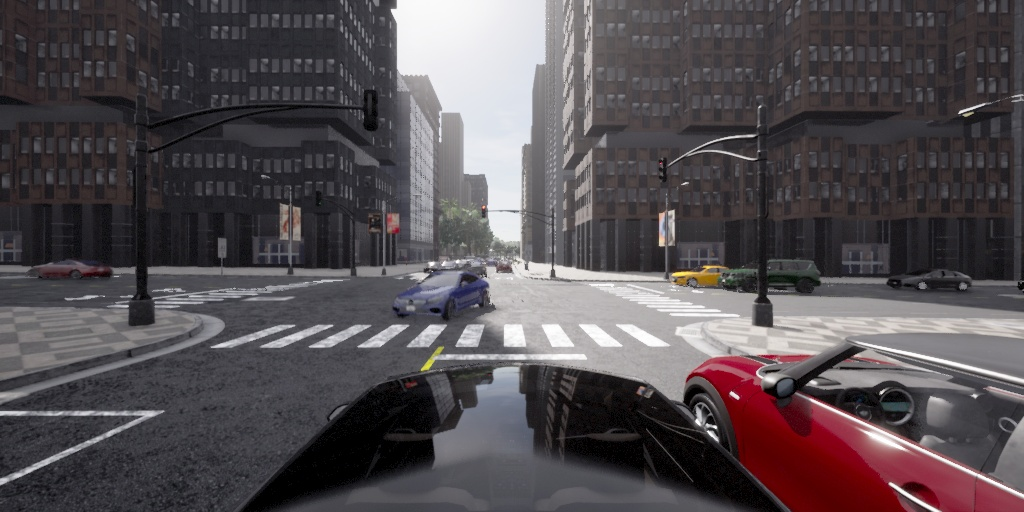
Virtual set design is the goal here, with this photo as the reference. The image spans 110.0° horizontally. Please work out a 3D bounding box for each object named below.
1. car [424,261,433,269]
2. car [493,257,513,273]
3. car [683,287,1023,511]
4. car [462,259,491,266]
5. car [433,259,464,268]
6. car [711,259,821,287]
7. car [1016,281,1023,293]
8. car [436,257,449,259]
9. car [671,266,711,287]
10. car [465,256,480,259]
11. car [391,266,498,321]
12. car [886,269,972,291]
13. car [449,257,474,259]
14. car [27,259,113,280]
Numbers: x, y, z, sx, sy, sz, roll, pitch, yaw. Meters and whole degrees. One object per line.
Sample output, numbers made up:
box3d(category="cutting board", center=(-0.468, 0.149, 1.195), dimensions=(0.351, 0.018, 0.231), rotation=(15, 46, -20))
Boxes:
box3d(category="car", center=(-9.428, 1.316, 43.426), dimensions=(1.948, 1.339, 4.313), rotation=(0, 0, -1))
box3d(category="car", center=(-0.904, 1.189, 43.539), dimensions=(1.967, 1.591, 4.097), rotation=(0, 0, -1))
box3d(category="car", center=(2.761, 1.190, 2.173), dimensions=(1.967, 1.591, 4.097), rotation=(0, 0, 0))
box3d(category="car", center=(-3.400, 1.254, 33.510), dimensions=(1.812, 1.442, 4.674), rotation=(-1, 0, -11))
box3d(category="car", center=(-6.684, 1.287, 38.334), dimensions=(2.033, 1.411, 5.357), rotation=(0, 0, -1))
box3d(category="car", center=(15.972, 1.222, 22.374), dimensions=(5.566, 2.045, 2.150), rotation=(1, 0, -1))
box3d(category="car", center=(35.256, 1.883, 22.615), dimensions=(4.718, 1.301, 1.895), rotation=(1, 0, -1))
box3d(category="car", center=(-9.502, 1.075, 48.851), dimensions=(2.192, 1.841, 5.009), rotation=(0, 0, -1))
box3d(category="car", center=(14.012, 1.447, 25.598), dimensions=(5.008, 1.535, 1.882), rotation=(1, 0, -1))
box3d(category="car", center=(-6.961, 1.004, 59.232), dimensions=(2.150, 2.045, 5.566), rotation=(0, 0, 0))
box3d(category="car", center=(-2.253, 1.264, 12.677), dimensions=(1.812, 1.442, 4.674), rotation=(0, 0, 18))
box3d(category="car", center=(29.947, 1.704, 25.802), dimensions=(4.892, 1.490, 1.837), rotation=(0, 0, -1))
box3d(category="car", center=(-6.831, 1.252, 48.601), dimensions=(2.128, 1.511, 4.902), rotation=(0, 0, -1))
box3d(category="car", center=(-30.733, 0.899, 25.019), dimensions=(4.181, 1.385, 1.994), rotation=(1, 0, -1))
